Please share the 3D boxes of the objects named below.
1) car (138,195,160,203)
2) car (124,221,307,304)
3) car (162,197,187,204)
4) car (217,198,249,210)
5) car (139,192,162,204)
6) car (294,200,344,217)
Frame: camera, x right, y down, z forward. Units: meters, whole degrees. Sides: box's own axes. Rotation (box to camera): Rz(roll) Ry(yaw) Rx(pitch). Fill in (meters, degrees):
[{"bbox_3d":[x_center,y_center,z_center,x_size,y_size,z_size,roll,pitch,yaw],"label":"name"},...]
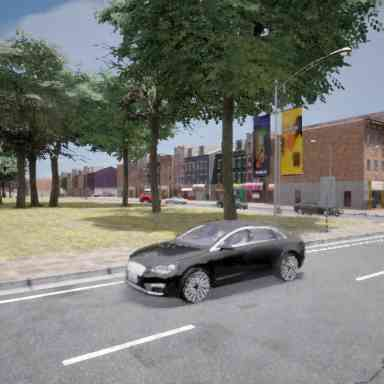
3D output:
[{"bbox_3d":[-8.733,1.401,66.638,2.033,1.411,5.357,1,0,-35],"label":"car"},{"bbox_3d":[0.788,1.501,8.222,4.902,1.511,2.128,0,0,-35],"label":"car"},{"bbox_3d":[-2.863,1.488,58.485,1.895,1.301,4.718,1,0,-35],"label":"car"},{"bbox_3d":[5.147,1.475,42.246,1.837,1.490,4.892,1,1,-35],"label":"car"},{"bbox_3d":[-7.465,1.057,60.119,2.150,2.045,5.566,1,0,-35],"label":"car"},{"bbox_3d":[12.232,1.589,32.289,1.837,1.490,4.892,1,0,-35],"label":"car"}]
